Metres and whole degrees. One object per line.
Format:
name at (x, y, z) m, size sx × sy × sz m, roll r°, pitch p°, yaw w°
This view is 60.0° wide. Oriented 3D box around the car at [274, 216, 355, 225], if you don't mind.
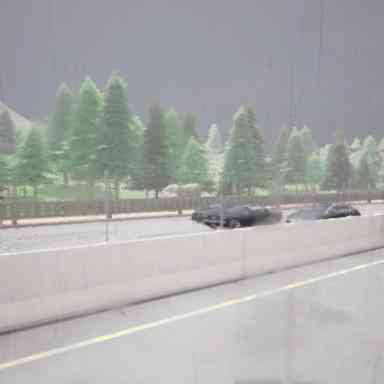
car at (6.949, 1.283, 17.539) m, size 4.902 × 1.511 × 2.128 m, roll -1°, pitch 1°, yaw -35°
